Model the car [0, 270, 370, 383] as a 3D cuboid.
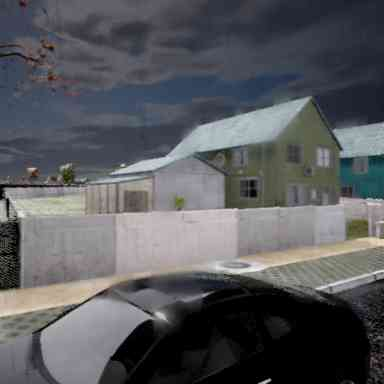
[{"bbox_3d":[-0.243,1.532,2.894,4.674,1.442,1.812,0,0,-36],"label":"car"}]
